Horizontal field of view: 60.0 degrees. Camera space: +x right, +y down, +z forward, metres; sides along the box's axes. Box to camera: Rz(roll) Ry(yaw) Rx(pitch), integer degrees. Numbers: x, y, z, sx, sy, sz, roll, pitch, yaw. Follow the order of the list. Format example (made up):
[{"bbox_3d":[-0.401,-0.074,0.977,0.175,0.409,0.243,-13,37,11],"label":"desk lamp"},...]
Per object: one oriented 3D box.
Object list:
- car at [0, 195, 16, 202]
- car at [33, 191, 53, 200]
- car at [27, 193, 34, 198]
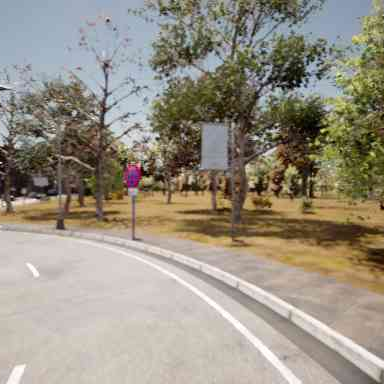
[{"bbox_3d":[-36.666,1.374,66.015,2.128,1.511,4.902,-1,1,-8],"label":"car"},{"bbox_3d":[-35.240,1.130,78.654,1.895,1.301,4.718,-1,1,-8],"label":"car"},{"bbox_3d":[-38.975,0.853,81.701,2.097,1.767,4.553,-1,1,-8],"label":"car"}]
